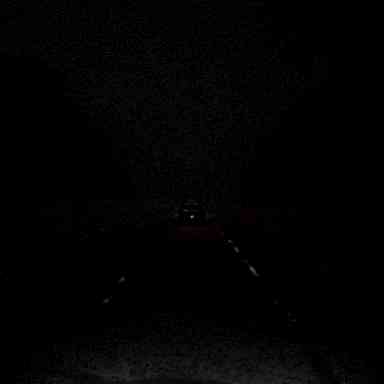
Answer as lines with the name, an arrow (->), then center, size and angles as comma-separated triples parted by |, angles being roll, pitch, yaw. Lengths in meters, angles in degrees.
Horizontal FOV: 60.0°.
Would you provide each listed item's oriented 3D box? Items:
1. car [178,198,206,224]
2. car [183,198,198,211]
car -> -0.013, 1.438, 24.349 | 2.128, 1.511, 4.902 | 0, 0, 0
car -> -0.212, 1.531, 41.217 | 1.812, 1.442, 4.674 | 0, 0, -1
